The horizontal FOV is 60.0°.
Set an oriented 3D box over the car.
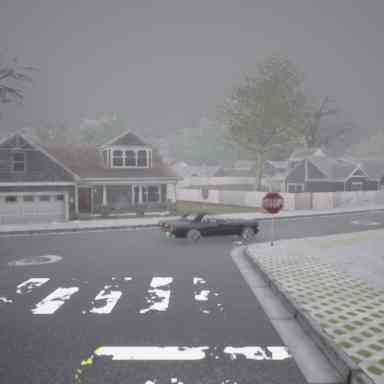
[{"bbox_3d":[0.888,1.601,15.898,4.718,1.301,1.895,1,2,-26],"label":"car"}]
